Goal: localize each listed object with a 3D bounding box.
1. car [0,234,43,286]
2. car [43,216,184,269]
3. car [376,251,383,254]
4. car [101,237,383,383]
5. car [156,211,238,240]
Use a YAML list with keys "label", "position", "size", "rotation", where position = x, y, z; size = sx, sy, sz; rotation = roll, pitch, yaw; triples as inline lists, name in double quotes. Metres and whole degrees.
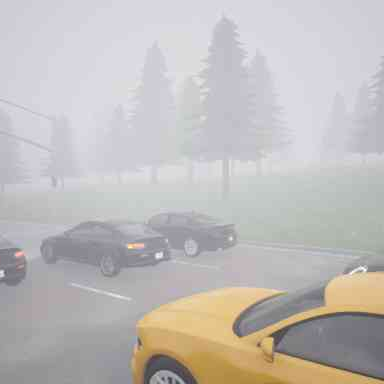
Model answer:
- label: "car"
  position: [-5.844, 1.526, 8.137]
  size: [4.674, 1.442, 1.812]
  rotation: [0, 0, 36]
- label: "car"
  position: [-2.739, 1.526, 10.210]
  size: [4.674, 1.442, 1.812]
  rotation: [0, 0, 36]
- label: "car"
  position: [4.642, 1.352, 4.980]
  size: [4.553, 1.767, 2.097]
  rotation: [0, 0, 36]
- label: "car"
  position: [1.655, 1.478, 2.813]
  size: [5.008, 1.535, 1.882]
  rotation: [0, 0, 36]
- label: "car"
  position: [-0.654, 1.478, 13.022]
  size: [5.008, 1.535, 1.882]
  rotation: [0, 0, 36]
